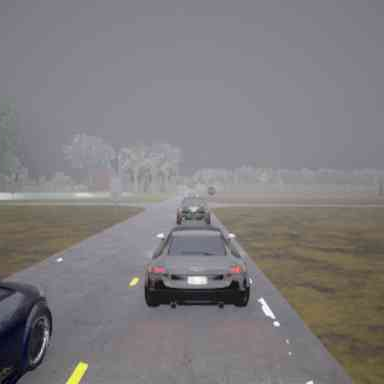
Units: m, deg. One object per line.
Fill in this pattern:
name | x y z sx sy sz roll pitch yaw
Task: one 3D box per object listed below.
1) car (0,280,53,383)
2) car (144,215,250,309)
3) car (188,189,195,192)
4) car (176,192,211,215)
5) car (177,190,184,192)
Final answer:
car | -2.850 1.528 2.769 1.994 1.385 4.181 0 1 0
car | 0.098 1.465 7.735 1.994 1.385 4.181 0 1 0
car | -0.023 0.315 90.360 1.994 1.385 4.181 0 1 0
car | 0.095 1.072 21.996 2.097 1.767 4.553 0 1 0
car | -2.771 0.267 80.735 2.097 1.767 4.553 0 1 0
